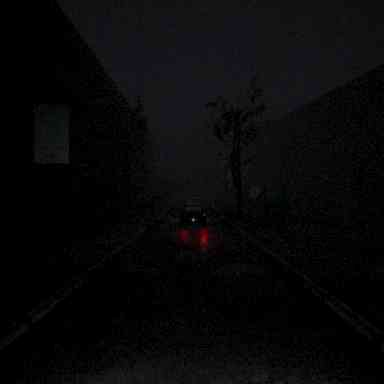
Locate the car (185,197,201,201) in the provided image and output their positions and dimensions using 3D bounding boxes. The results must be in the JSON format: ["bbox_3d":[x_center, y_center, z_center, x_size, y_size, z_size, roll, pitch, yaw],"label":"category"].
[{"bbox_3d":[0.100,1.315,41.867,1.882,1.535,5.008,0,2,0],"label":"car"}]

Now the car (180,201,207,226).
[{"bbox_3d":[0.084,1.635,24.293,1.812,1.442,4.674,0,0,0],"label":"car"}]
